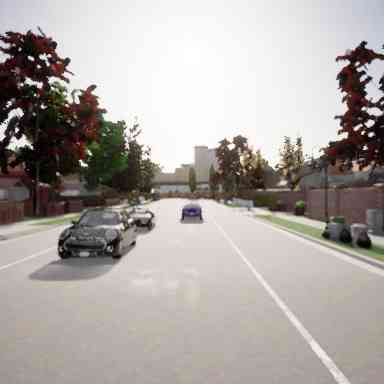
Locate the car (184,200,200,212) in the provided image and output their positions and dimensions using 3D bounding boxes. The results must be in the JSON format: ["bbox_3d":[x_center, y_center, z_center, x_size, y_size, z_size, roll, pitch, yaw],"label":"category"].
[{"bbox_3d":[0.037,1.868,44.826,1.994,1.385,4.181,0,0,1],"label":"car"}]

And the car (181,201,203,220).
[{"bbox_3d":[0.000,1.701,30.915,1.882,1.535,5.008,0,0,0],"label":"car"}]

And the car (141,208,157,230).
[{"bbox_3d":[-3.505,1.741,22.191,1.994,1.385,4.181,0,0,0],"label":"car"}]

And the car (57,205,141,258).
[{"bbox_3d":[-3.503,1.447,13.062,2.097,1.767,4.553,0,0,0],"label":"car"}]
